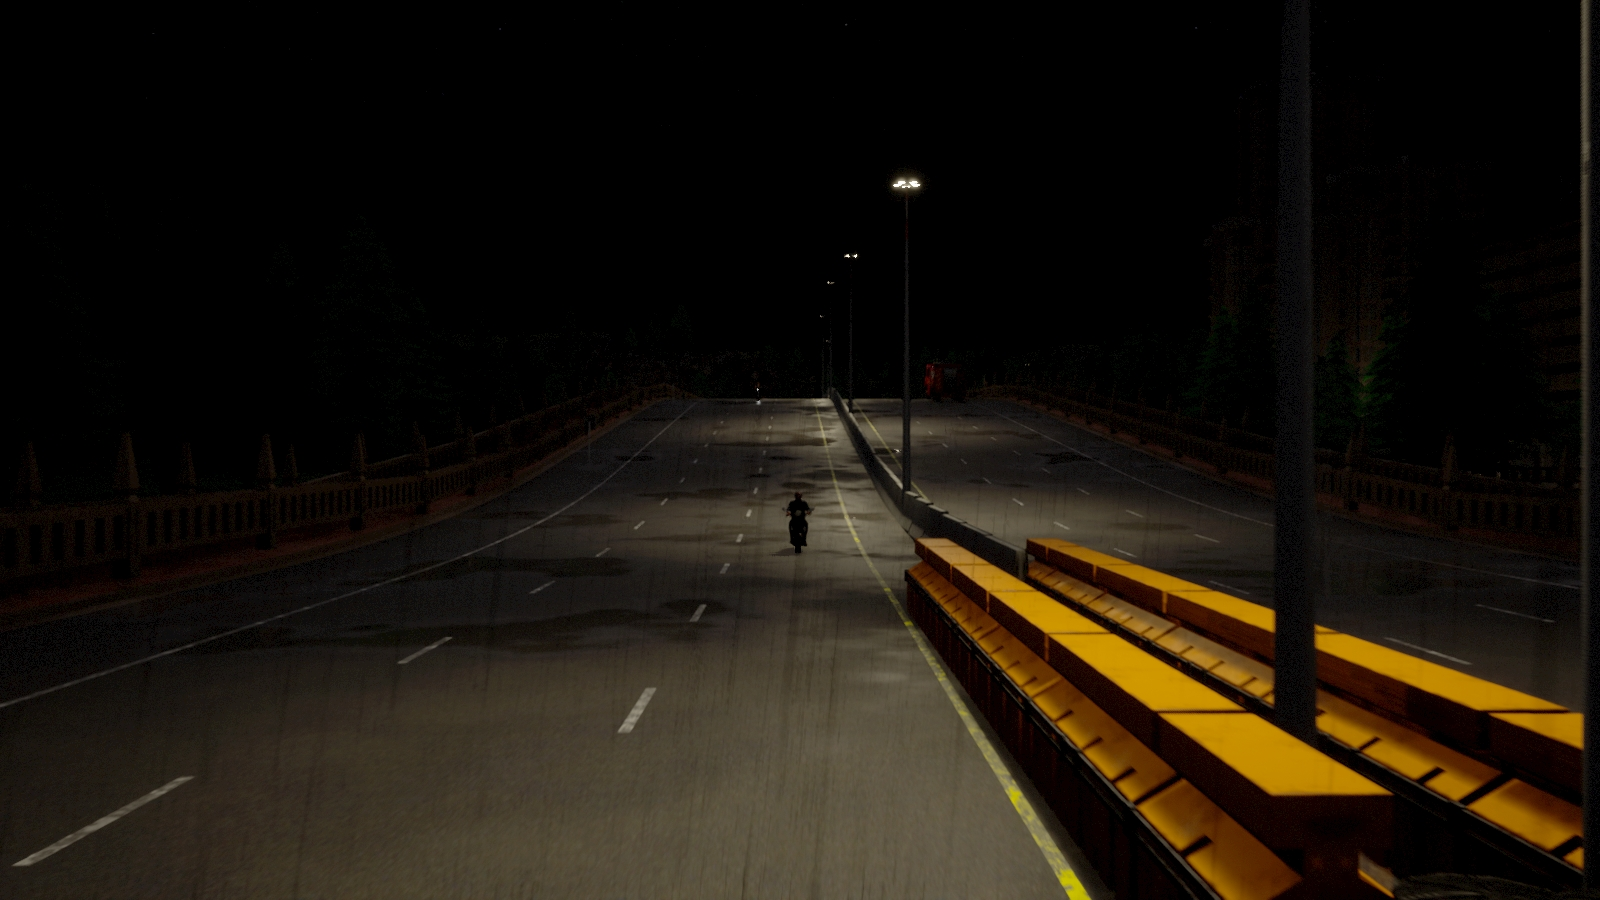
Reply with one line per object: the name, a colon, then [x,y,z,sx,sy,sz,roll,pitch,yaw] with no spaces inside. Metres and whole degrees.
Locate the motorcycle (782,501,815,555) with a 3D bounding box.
motorcycle: [-0.045,2.085,30.833,0.856,1.316,1.805,0,1,0]
